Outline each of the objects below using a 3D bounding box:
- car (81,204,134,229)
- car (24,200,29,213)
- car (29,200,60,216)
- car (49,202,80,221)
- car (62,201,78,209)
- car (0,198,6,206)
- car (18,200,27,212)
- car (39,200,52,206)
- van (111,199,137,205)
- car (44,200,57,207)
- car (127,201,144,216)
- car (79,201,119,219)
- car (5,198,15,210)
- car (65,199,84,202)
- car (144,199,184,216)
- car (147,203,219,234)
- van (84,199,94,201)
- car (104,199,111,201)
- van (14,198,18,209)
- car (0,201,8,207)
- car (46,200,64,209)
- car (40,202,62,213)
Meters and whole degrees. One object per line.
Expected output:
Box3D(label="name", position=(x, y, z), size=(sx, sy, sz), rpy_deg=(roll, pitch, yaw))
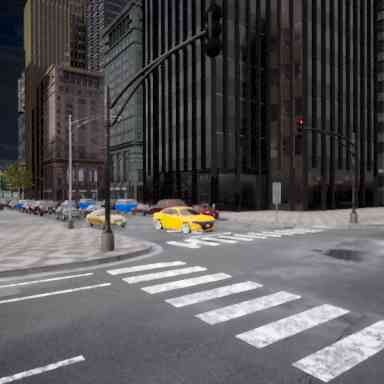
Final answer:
Box3D(label="car", position=(-6.327, 1.839, 24.366), size=(1.752, 1.417, 4.829), rpy_deg=(-1, 0, -35))
Box3D(label="car", position=(-20.609, 2.191, 44.394), size=(1.887, 1.381, 4.507), rpy_deg=(-1, 0, -35))
Box3D(label="car", position=(-17.777, 1.896, 40.416), size=(2.192, 1.841, 5.009), rpy_deg=(-1, 0, -35))
Box3D(label="car", position=(-12.098, 2.000, 32.460), size=(2.008, 1.369, 4.403), rpy_deg=(-1, 0, -35))
Box3D(label="car", position=(-22.810, 2.398, 62.163), size=(1.802, 1.307, 4.206), rpy_deg=(-1, 0, -35))
Box3D(label="car", position=(-41.428, 2.662, 73.586), size=(1.887, 1.381, 4.507), rpy_deg=(-1, 0, -35))
Box3D(label="car", position=(-23.448, 2.152, 48.372), size=(1.967, 1.590, 4.097), rpy_deg=(-1, 0, -35))
Box3D(label="car", position=(-34.892, 2.651, 79.106), size=(1.947, 1.339, 4.313), rpy_deg=(-1, 0, -35))
Box3D(label="van", position=(-8.328, 1.824, 41.883), size=(1.690, 1.788, 3.998), rpy_deg=(-1, 0, -35))
Box3D(label="car", position=(-31.871, 2.586, 74.870), size=(1.947, 1.339, 4.313), rpy_deg=(-1, 0, -35))
Box3D(label="car", position=(-5.373, 1.996, 37.738), size=(1.802, 1.307, 4.206), rpy_deg=(-1, 0, -35))
Box3D(label="car", position=(-9.339, 1.948, 33.186), size=(1.812, 1.442, 4.674), rpy_deg=(0, -1, -35))
Box3D(label="car", position=(-32.062, 2.349, 60.451), size=(1.967, 1.590, 4.097), rpy_deg=(-1, 0, -35))
Box3D(label="car", position=(-19.366, 2.052, 52.758), size=(2.097, 1.767, 4.553), rpy_deg=(0, -1, -36))
Box3D(label="car", position=(-2.430, 1.660, 33.593), size=(2.192, 1.841, 5.009), rpy_deg=(-1, 0, -35))
Box3D(label="car", position=(-0.580, 1.695, 20.988), size=(1.882, 1.535, 5.008), rpy_deg=(0, -1, -37))
Box3D(label="van", position=(-17.174, 2.029, 54.318), size=(1.690, 1.788, 3.998), rpy_deg=(-1, 0, -35))
Box3D(label="car", position=(-11.277, 1.867, 46.028), size=(2.192, 1.841, 5.009), rpy_deg=(-1, 0, -35))
Box3D(label="van", position=(-26.287, 2.118, 52.350), size=(1.690, 1.788, 3.998), rpy_deg=(-1, 0, -35))
Box3D(label="car", position=(-44.548, 2.766, 77.964), size=(1.802, 1.307, 4.206), rpy_deg=(-1, 0, -35))
Box3D(label="car", position=(-25.072, 2.308, 60.756), size=(1.882, 1.535, 5.008), rpy_deg=(0, -1, -35))
Box3D(label="car", position=(-21.232, 2.247, 50.018), size=(2.033, 1.411, 5.357), rpy_deg=(0, -1, -35))
